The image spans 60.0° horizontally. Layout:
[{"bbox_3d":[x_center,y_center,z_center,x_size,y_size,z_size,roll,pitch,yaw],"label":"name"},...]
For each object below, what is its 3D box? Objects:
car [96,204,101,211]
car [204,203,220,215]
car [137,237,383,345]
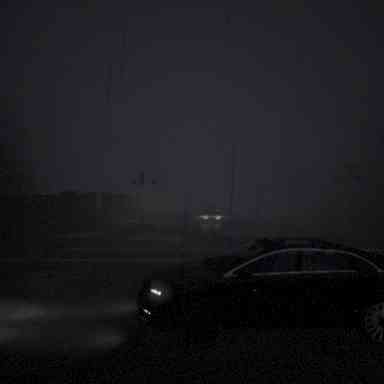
[{"bbox_3d":[-15.279,1.916,46.820,5.027,1.636,2.152,0,-1,-1],"label":"car"},{"bbox_3d":[2.584,2.246,43.621,1.837,1.490,4.892,0,-2,-1],"label":"car"},{"bbox_3d":[1.518,1.590,5.944,4.902,1.511,2.128,0,-1,0],"label":"car"}]
